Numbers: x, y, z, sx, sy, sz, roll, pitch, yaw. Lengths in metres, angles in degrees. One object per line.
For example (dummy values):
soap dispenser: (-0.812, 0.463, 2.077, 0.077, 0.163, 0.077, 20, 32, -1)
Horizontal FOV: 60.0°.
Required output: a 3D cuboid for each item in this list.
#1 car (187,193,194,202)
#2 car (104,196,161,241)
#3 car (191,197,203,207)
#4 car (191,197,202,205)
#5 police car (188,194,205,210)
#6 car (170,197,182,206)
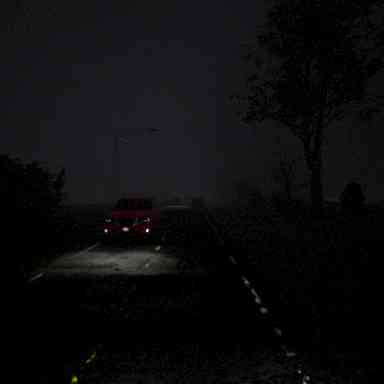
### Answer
car: (-0.018, 1.356, 79.967, 2.150, 2.045, 5.566, 0, 0, 0)
car: (-2.853, 1.254, 17.090, 2.150, 2.045, 5.566, 0, 0, 0)
car: (0.812, 1.655, 56.199, 1.837, 1.490, 4.892, 0, 0, 0)
car: (0.811, 1.677, 62.199, 1.837, 1.490, 4.892, 0, 0, 0)
police car: (0.815, 1.539, 46.309, 1.930, 1.638, 5.238, 0, 0, 0)
car: (-2.803, 1.638, 59.281, 1.882, 1.535, 5.008, 0, 0, 1)
